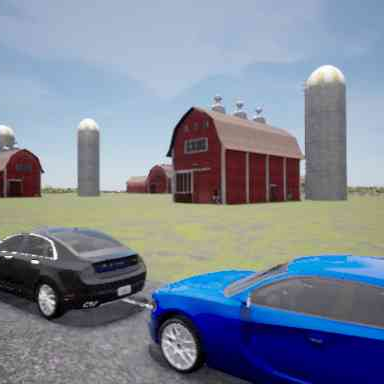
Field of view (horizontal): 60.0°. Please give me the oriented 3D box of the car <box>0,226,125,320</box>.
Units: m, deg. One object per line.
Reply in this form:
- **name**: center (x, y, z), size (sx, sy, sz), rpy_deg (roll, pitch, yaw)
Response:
- **car**: center (-3.192, 1.542, 7.474), size (4.892, 1.490, 1.837), rpy_deg (0, 0, 36)

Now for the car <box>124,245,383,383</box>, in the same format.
- **car**: center (1.670, 1.507, 3.956), size (5.008, 1.535, 1.882), rpy_deg (0, 0, 36)
